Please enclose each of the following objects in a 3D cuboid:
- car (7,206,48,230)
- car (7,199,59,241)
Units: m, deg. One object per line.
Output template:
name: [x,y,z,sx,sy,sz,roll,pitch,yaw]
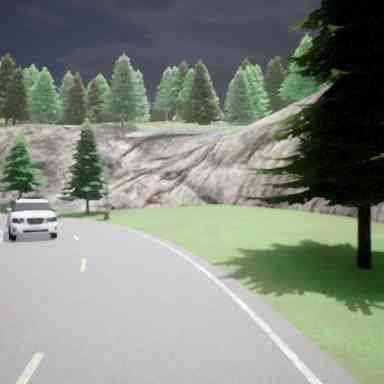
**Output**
car: [-11.949,1.817,24.075,1.994,1.385,4.181,0,-1,-36]
car: [-8.789,1.411,18.283,2.150,2.045,5.566,0,-1,-29]
